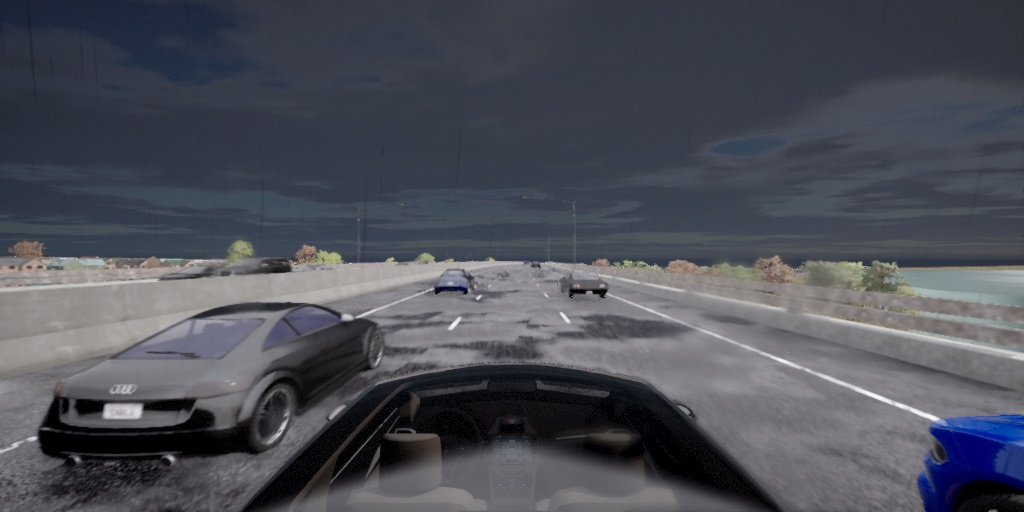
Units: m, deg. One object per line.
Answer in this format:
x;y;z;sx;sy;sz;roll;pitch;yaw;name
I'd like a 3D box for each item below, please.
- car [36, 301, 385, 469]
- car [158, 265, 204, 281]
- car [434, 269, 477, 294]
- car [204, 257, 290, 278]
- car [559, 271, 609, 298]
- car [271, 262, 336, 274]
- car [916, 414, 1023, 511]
-3.390;1.333;5.134;1.994;1.385;4.181;0;0;0;car
-20.941;1.357;24.254;1.882;1.535;5.008;0;0;1;car
-3.286;1.442;21.328;1.994;1.385;4.181;0;0;1;car
-17.438;1.106;24.572;2.150;2.045;5.566;0;0;1;car
3.689;1.472;19.248;1.895;1.301;4.718;0;0;1;car
-13.931;1.386;25.066;2.128;1.511;4.902;0;0;1;car
3.607;1.222;0.240;1.882;1.535;5.008;0;0;0;car
